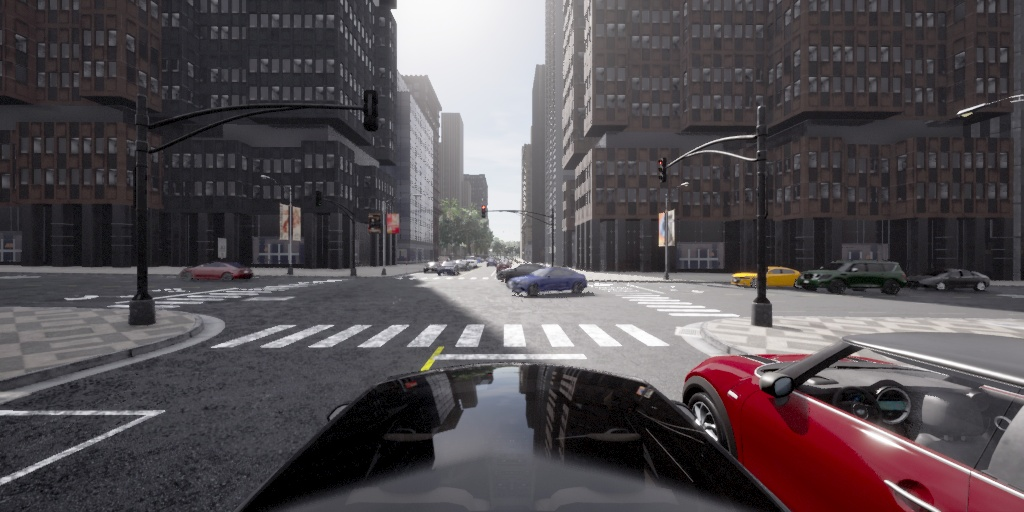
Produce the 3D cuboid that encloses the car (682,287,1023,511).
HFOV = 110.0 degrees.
[{"bbox_3d":[2.761,1.190,2.194,1.967,1.591,4.097,0,0,0],"label":"car"}]

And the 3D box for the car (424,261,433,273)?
[{"bbox_3d":[-9.444,1.324,43.442,1.948,1.339,4.313,0,0,-1],"label":"car"}]

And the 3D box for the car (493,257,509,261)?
[{"bbox_3d":[-0.920,1.198,43.559,1.967,1.591,4.097,0,0,-1],"label":"car"}]

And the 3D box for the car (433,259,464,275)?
[{"bbox_3d":[-6.698,1.294,38.352,2.033,1.411,5.357,0,0,-1],"label":"car"}]

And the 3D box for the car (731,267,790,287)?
[{"bbox_3d":[18.454,1.516,25.684,5.008,1.535,1.882,1,0,-1],"label":"car"}]

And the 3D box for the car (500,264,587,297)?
[{"bbox_3d":[1.963,1.333,19.330,4.674,1.442,1.812,1,-1,-30],"label":"car"}]

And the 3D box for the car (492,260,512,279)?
[{"bbox_3d":[1.146,1.310,27.387,4.674,1.442,1.812,1,1,22],"label":"car"}]

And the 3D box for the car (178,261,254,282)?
[{"bbox_3d":[-20.659,1.045,25.162,4.181,1.385,1.994,1,0,-1],"label":"car"}]

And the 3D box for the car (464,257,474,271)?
[{"bbox_3d":[-6.849,1.261,48.618,2.128,1.511,4.902,0,0,-1],"label":"car"}]

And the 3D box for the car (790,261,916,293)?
[{"bbox_3d":[21.198,1.304,22.465,5.566,2.045,2.150,1,0,-1],"label":"car"}]

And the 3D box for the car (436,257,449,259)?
[{"bbox_3d":[-9.520,1.085,48.868,2.192,1.841,5.009,0,0,-1],"label":"car"}]

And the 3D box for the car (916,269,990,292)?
[{"bbox_3d":[31.271,1.723,25.853,4.892,1.490,1.837,-1,0,-1],"label":"car"}]

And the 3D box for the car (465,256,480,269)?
[{"bbox_3d":[-6.983,1.015,59.250,2.150,2.045,5.566,0,0,0],"label":"car"}]
